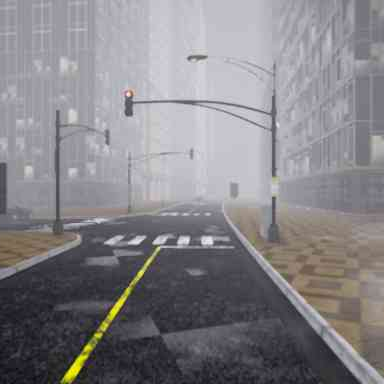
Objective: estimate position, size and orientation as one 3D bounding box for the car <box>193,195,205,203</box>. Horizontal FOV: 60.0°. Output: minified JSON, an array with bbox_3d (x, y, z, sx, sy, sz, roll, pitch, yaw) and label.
[{"bbox_3d":[1.355,1.359,65.033,1.994,1.385,4.181,0,1,7],"label":"car"}]

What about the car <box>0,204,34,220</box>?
[{"bbox_3d":[-16.433,1.790,29.839,4.403,1.369,2.008,-1,1,10],"label":"car"}]
